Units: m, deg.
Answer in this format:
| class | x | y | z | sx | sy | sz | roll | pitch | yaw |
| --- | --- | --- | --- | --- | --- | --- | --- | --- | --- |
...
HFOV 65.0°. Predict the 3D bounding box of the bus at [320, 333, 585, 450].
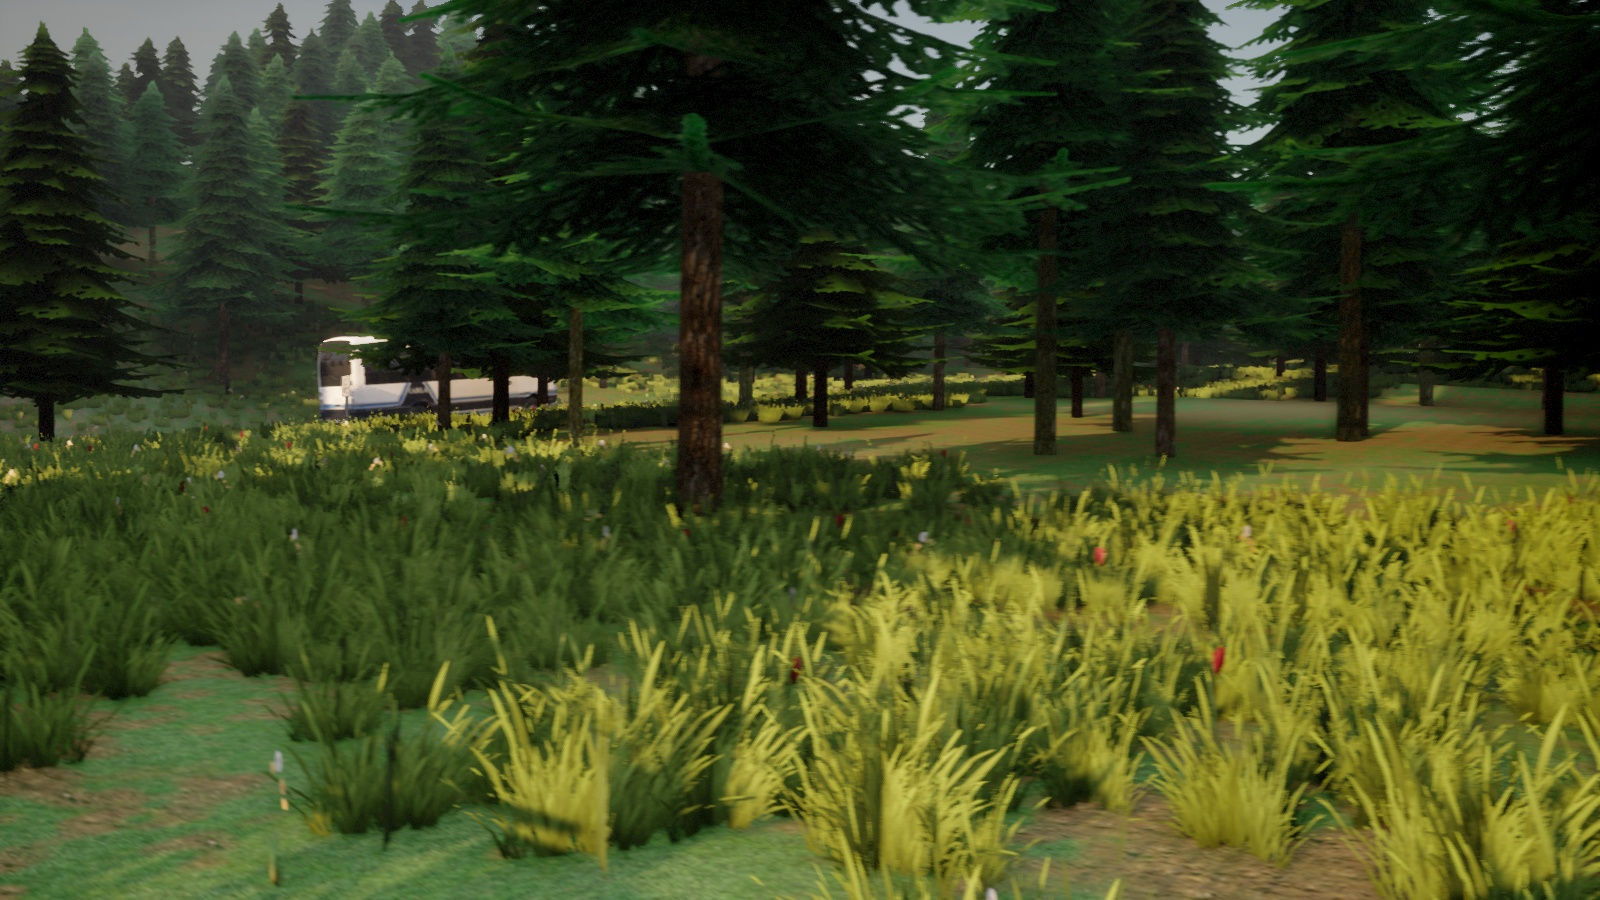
| class | x | y | z | sx | sy | sz | roll | pitch | yaw |
| --- | --- | --- | --- | --- | --- | --- | --- | --- | --- |
| bus | -14.852 | -2.660 | 54.691 | 3.944 | 4.253 | 10.273 | 0 | 6 | 43 |
